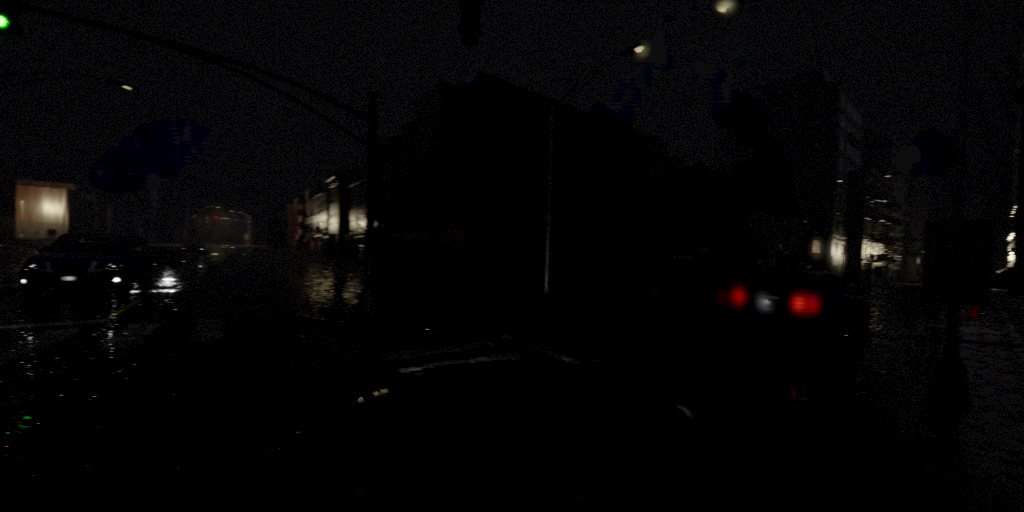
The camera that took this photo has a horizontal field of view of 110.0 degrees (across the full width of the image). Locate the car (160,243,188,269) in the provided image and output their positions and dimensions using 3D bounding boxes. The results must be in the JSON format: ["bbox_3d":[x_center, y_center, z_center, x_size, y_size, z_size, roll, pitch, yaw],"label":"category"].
[{"bbox_3d":[-22.089,0.073,22.544,1.895,1.301,4.718,1,2,-37],"label":"car"}]

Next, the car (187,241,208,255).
[{"bbox_3d":[-34.426,-0.853,38.949,1.812,1.442,4.674,1,2,-37],"label":"car"}]

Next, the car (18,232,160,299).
[{"bbox_3d":[-14.662,0.200,12.764,2.150,2.045,5.566,1,2,-37],"label":"car"}]

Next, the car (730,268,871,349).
[{"bbox_3d":[8.936,1.438,11.020,5.566,2.045,2.150,3,0,-34],"label":"car"}]
